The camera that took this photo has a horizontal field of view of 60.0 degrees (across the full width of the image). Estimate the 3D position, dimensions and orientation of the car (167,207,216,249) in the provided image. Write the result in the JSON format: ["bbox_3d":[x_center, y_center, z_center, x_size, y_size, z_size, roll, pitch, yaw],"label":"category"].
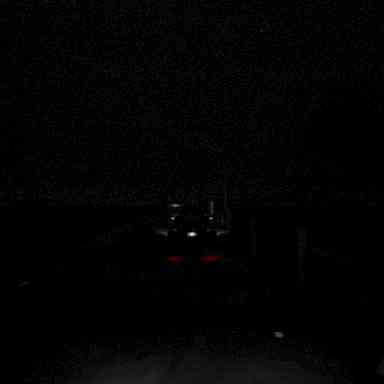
[{"bbox_3d":[0.000,1.582,14.654,1.994,1.385,4.181,0,0,0],"label":"car"}]

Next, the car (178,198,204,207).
[{"bbox_3d":[0.000,1.581,29.658,1.837,1.490,4.892,0,0,0],"label":"car"}]

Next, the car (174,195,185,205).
[{"bbox_3d":[-2.750,1.701,72.715,2.150,2.045,5.566,0,-1,0],"label":"car"}]
